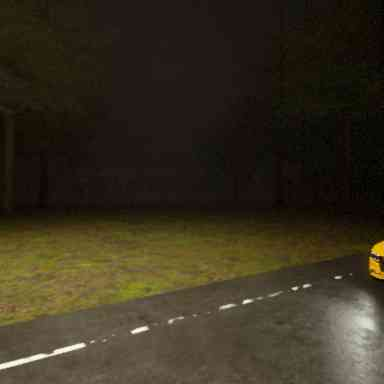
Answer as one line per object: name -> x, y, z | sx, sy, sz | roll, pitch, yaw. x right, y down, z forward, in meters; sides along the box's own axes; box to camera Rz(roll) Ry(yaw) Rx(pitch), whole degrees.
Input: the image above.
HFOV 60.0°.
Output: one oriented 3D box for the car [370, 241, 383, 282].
car -> 6.591, 1.488, 8.701 | 5.008, 1.535, 1.882 | 0, 0, -36
